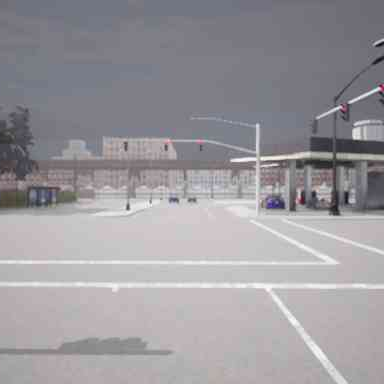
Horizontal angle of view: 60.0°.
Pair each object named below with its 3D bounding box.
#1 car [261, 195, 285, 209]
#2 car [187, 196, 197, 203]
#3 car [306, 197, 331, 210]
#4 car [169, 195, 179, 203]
[{"bbox_3d":[9.711,1.224,40.140,2.242,1.667,4.611,0,0,0],"label":"car"},{"bbox_3d":[0.001,1.434,64.816,2.033,1.411,5.357,0,0,0],"label":"car"},{"bbox_3d":[15.456,1.384,40.902,1.970,1.475,3.806,0,0,0],"label":"car"},{"bbox_3d":[-3.499,1.364,64.815,1.882,1.535,5.008,0,0,0],"label":"car"}]
